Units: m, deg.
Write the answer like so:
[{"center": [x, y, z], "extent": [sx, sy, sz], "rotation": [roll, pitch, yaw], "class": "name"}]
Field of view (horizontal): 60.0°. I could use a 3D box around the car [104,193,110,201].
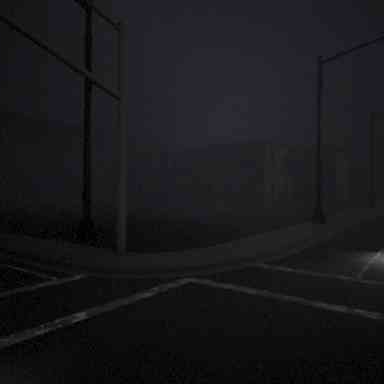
[{"center": [-17.130, 1.054, 73.144], "extent": [2.097, 1.767, 4.553], "rotation": [1, 0, 37], "class": "car"}]
